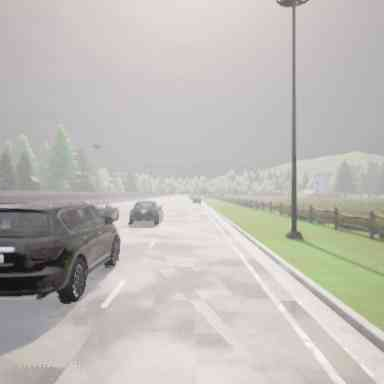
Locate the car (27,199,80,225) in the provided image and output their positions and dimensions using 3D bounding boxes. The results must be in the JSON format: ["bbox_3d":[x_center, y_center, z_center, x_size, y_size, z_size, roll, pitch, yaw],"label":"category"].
[{"bbox_3d":[-10.396,1.438,25.393,2.097,1.767,4.553,0,0,0],"label":"car"}]

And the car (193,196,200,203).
[{"bbox_3d":[1.061,1.780,81.390,1.837,1.490,4.892,0,0,0],"label":"car"}]

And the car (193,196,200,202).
[{"bbox_3d":[1.062,1.801,87.390,1.837,1.490,4.892,0,0,0],"label":"car"}]

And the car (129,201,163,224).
[{"bbox_3d":[-3.397,1.438,25.385,2.097,1.767,4.553,0,0,0],"label":"car"}]

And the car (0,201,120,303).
[{"bbox_3d":[-3.398,1.251,8.431,2.150,2.045,5.566,0,0,0],"label":"car"}]

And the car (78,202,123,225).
[{"bbox_3d":[-6.895,1.579,25.632,2.128,1.511,4.902,0,0,0],"label":"car"}]

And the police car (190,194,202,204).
[{"bbox_3d":[1.060,1.667,71.500,1.930,1.638,5.238,0,0,0],"label":"police car"}]

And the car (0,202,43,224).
[{"bbox_3d":[-13.909,1.617,26.725,1.812,1.442,4.674,0,0,0],"label":"car"}]
